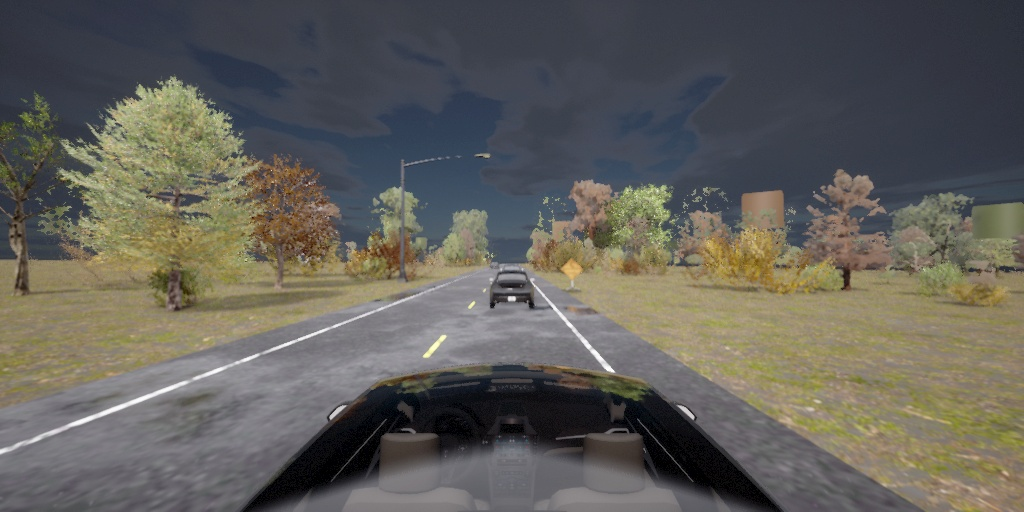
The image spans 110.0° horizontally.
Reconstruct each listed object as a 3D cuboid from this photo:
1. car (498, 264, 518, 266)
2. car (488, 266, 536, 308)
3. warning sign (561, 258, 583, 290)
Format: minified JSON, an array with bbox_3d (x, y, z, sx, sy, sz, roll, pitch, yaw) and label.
[{"bbox_3d":[-0.005,1.522,31.331,1.882,1.535,5.008,0,0,0],"label":"car"},{"bbox_3d":[-0.001,1.398,16.150,1.837,1.490,4.892,0,0,0],"label":"car"},{"bbox_3d":[3.544,1.055,21.028,1.300,1.860,1.060,0,0,0],"label":"warning sign"}]
